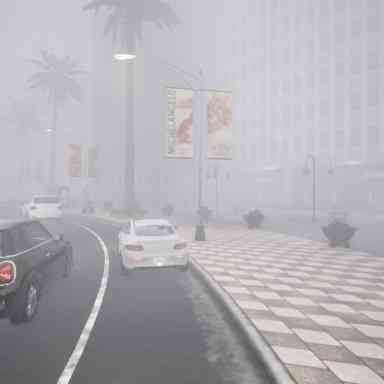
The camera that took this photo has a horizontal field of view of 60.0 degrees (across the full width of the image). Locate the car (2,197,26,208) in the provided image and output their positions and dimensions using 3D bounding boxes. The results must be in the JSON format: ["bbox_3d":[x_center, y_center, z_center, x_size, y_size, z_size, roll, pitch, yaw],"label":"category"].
[{"bbox_3d":[-25.899,1.461,48.418,2.231,1.521,4.892,0,0,-39],"label":"car"}]

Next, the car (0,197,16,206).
[{"bbox_3d":[-22.109,1.474,38.837,2.128,1.511,4.902,0,0,-38],"label":"car"}]

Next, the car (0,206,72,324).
[{"bbox_3d":[-4.021,1.349,7.155,2.097,1.767,4.553,0,0,-9],"label":"car"}]

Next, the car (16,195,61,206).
[{"bbox_3d":[-11.014,1.213,24.170,2.150,2.045,5.566,0,0,-34],"label":"car"}]

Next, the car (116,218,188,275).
[{"bbox_3d":[-1.355,1.525,10.430,1.812,1.442,4.674,0,0,-14],"label":"car"}]
